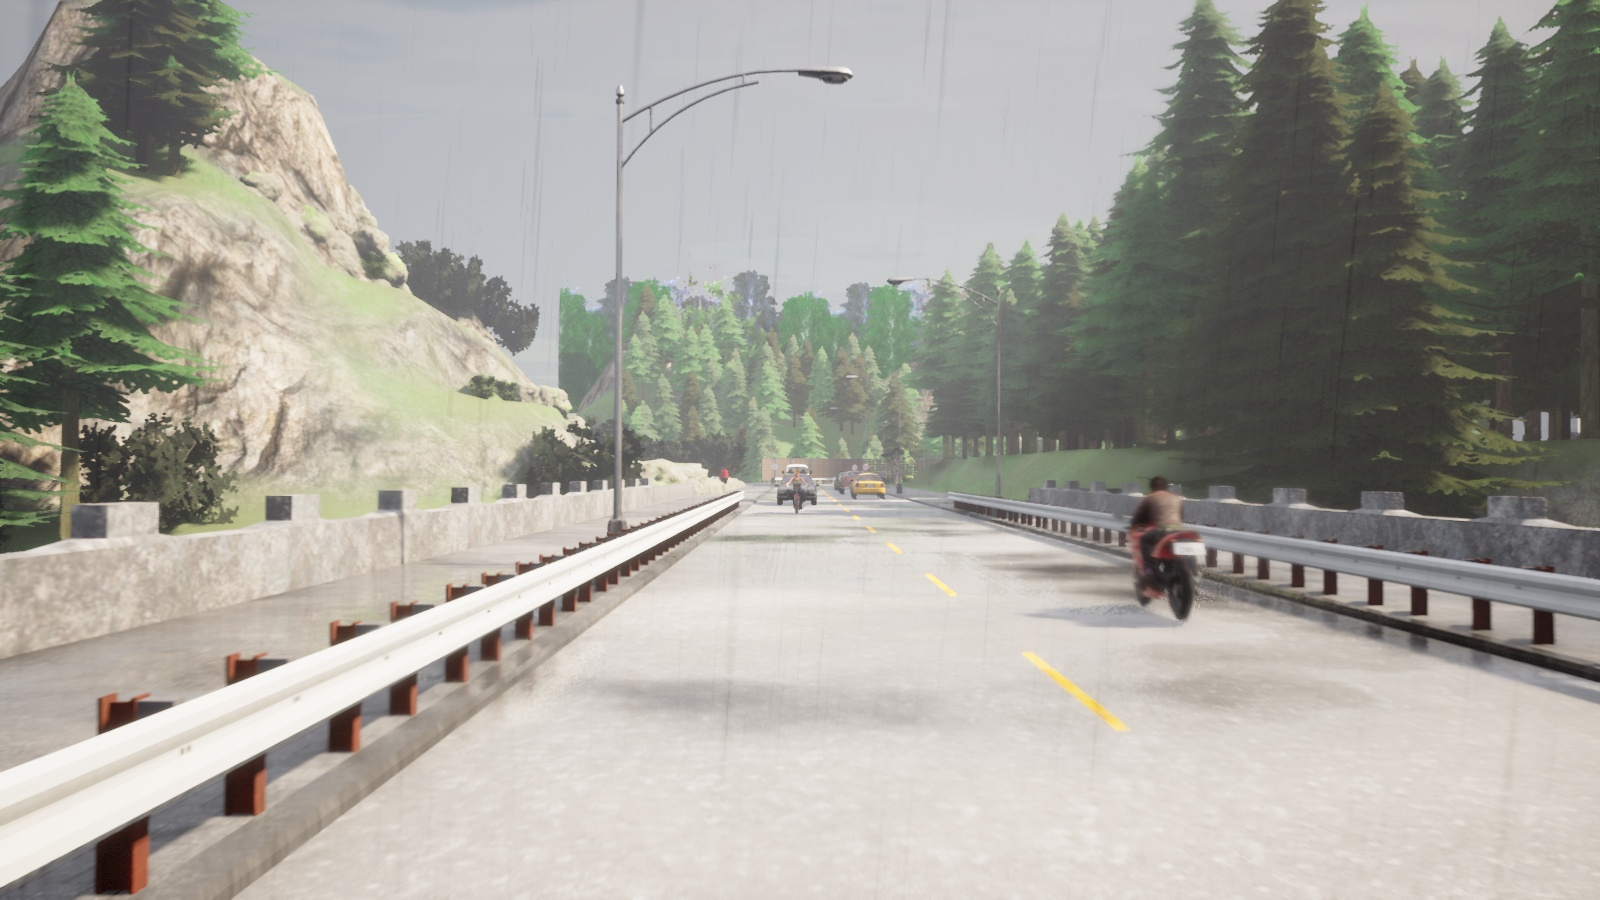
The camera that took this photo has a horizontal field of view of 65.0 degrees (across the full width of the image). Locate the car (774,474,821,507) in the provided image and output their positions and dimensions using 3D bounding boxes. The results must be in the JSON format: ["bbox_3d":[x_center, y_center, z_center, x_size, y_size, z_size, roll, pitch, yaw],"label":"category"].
[{"bbox_3d":[-0.123,1.831,57.867,2.033,1.411,5.357,0,-1,0],"label":"car"}]

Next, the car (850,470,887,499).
[{"bbox_3d":[3.846,1.933,71.480,1.801,1.575,5.366,0,-1,0],"label":"car"}]

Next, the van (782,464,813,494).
[{"bbox_3d":[-0.189,1.990,86.622,2.069,2.038,4.480,0,-1,0],"label":"van"}]

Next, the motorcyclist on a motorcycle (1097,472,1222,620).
[{"bbox_3d":[3.970,1.016,14.060,0.797,1.523,2.044,0,-1,0],"label":"motorcyclist on a motorcycle"}]

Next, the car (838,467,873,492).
[{"bbox_3d":[3.809,2.038,87.196,2.152,1.651,5.027,0,-1,0],"label":"car"}]
